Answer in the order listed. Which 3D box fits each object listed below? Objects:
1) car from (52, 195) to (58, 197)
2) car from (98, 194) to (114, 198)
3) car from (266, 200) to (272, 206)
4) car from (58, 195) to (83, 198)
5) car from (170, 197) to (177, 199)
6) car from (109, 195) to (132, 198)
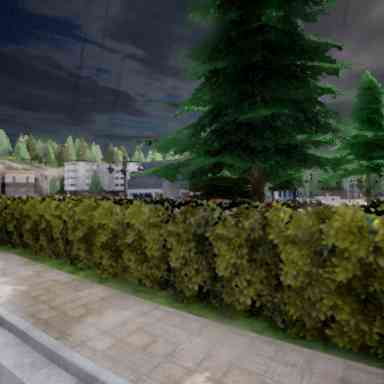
[{"bbox_3d":[-33.367,1.572,83.395,1.970,1.475,3.806,0,0,43],"label":"car"},{"bbox_3d":[-16.759,1.342,68.771,1.932,1.855,4.605,0,0,43],"label":"car"},{"bbox_3d":[9.664,1.442,44.116,2.097,1.767,4.553,0,0,43],"label":"car"},{"bbox_3d":[-28.473,1.466,79.232,2.152,1.636,5.027,0,0,43],"label":"car"},{"bbox_3d":[-3.321,1.539,55.932,1.845,1.501,3.633,0,0,43],"label":"car"},{"bbox_3d":[-10.578,1.564,52.571,1.970,1.475,3.806,0,0,43],"label":"car"}]
